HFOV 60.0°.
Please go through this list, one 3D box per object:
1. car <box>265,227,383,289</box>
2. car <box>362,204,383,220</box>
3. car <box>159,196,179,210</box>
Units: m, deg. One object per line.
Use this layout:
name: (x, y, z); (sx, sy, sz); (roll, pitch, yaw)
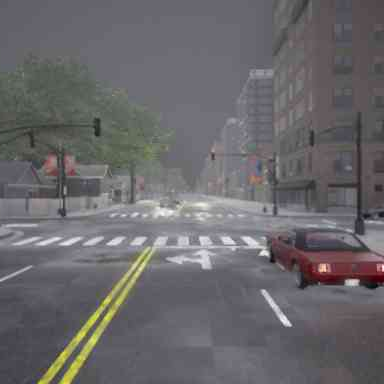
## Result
car: (3.354, 1.612, 9.154); (1.895, 1.301, 4.718); (0, 0, 0)
car: (16.371, 1.621, 27.985); (4.313, 1.339, 1.947); (0, 0, 0)
car: (-3.344, 1.556, 45.237); (2.128, 1.511, 4.902); (0, 0, 0)
